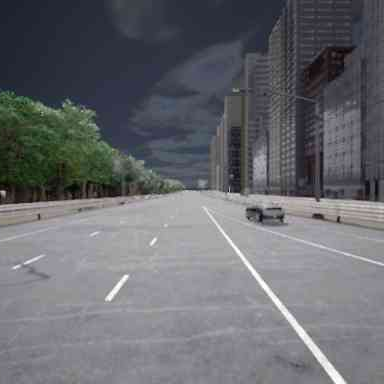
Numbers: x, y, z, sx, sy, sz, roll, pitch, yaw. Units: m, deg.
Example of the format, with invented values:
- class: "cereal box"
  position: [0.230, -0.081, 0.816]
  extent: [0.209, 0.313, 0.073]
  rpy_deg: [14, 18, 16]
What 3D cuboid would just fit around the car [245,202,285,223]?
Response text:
- class: "car"
  position: [5.447, 1.502, 25.402]
  extent: [2.128, 1.511, 4.902]
  rpy_deg: [0, 0, -7]
